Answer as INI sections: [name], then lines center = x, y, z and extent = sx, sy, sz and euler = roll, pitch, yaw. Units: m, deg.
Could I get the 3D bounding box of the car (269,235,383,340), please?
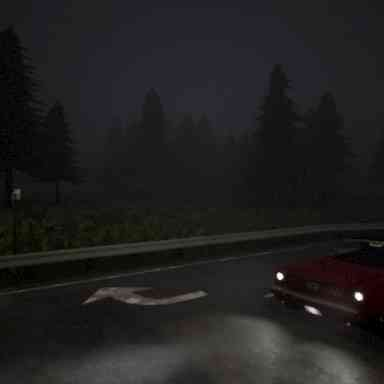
[car]
center = 3.749, 1.602, 6.661
extent = 4.718, 1.301, 1.895
euler = 0, 0, -35
